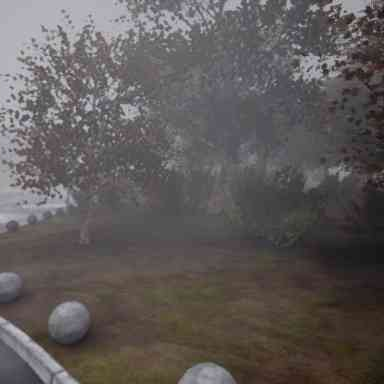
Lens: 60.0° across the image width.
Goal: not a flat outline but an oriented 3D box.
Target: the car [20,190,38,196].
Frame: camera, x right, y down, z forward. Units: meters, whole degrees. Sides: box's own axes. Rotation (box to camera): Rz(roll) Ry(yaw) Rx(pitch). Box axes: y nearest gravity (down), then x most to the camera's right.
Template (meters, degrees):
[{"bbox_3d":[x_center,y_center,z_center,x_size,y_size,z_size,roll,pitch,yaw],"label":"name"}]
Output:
[{"bbox_3d":[-26.071,-0.310,51.242,1.946,1.575,5.366,0,3,5],"label":"car"}]

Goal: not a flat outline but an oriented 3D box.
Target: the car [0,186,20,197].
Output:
[{"bbox_3d":[-26.578,0.002,45.749,1.946,1.575,5.366,0,3,5],"label":"car"}]
